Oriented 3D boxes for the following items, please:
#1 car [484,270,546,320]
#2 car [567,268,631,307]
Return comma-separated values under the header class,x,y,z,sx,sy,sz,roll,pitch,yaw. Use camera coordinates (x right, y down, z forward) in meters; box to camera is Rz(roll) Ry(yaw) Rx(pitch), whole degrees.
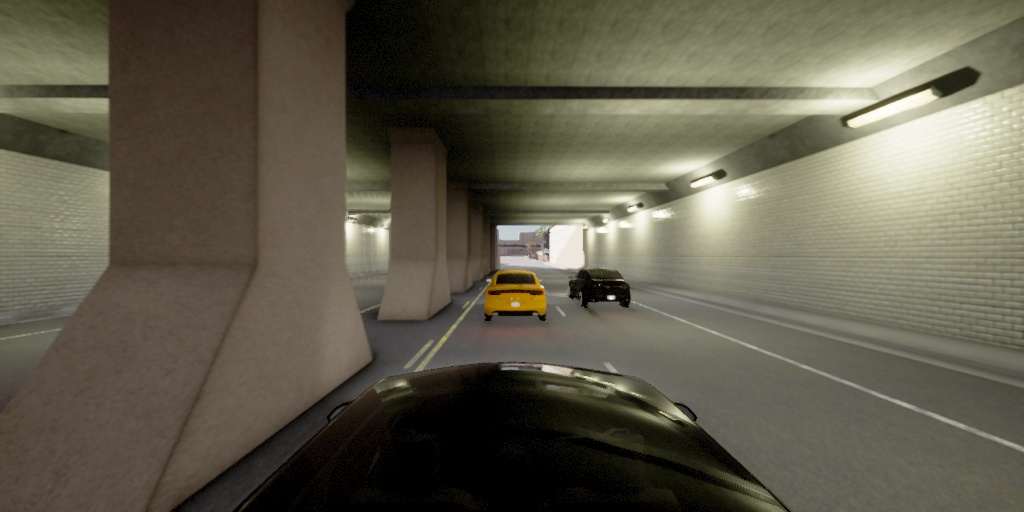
class,x,y,z,sx,sy,sz,roll,pitch,yaw
car,0.100,1.229,12.677,1.882,1.535,5.008,0,0,0
car,3.600,1.256,15.412,1.837,1.490,4.892,0,0,0
